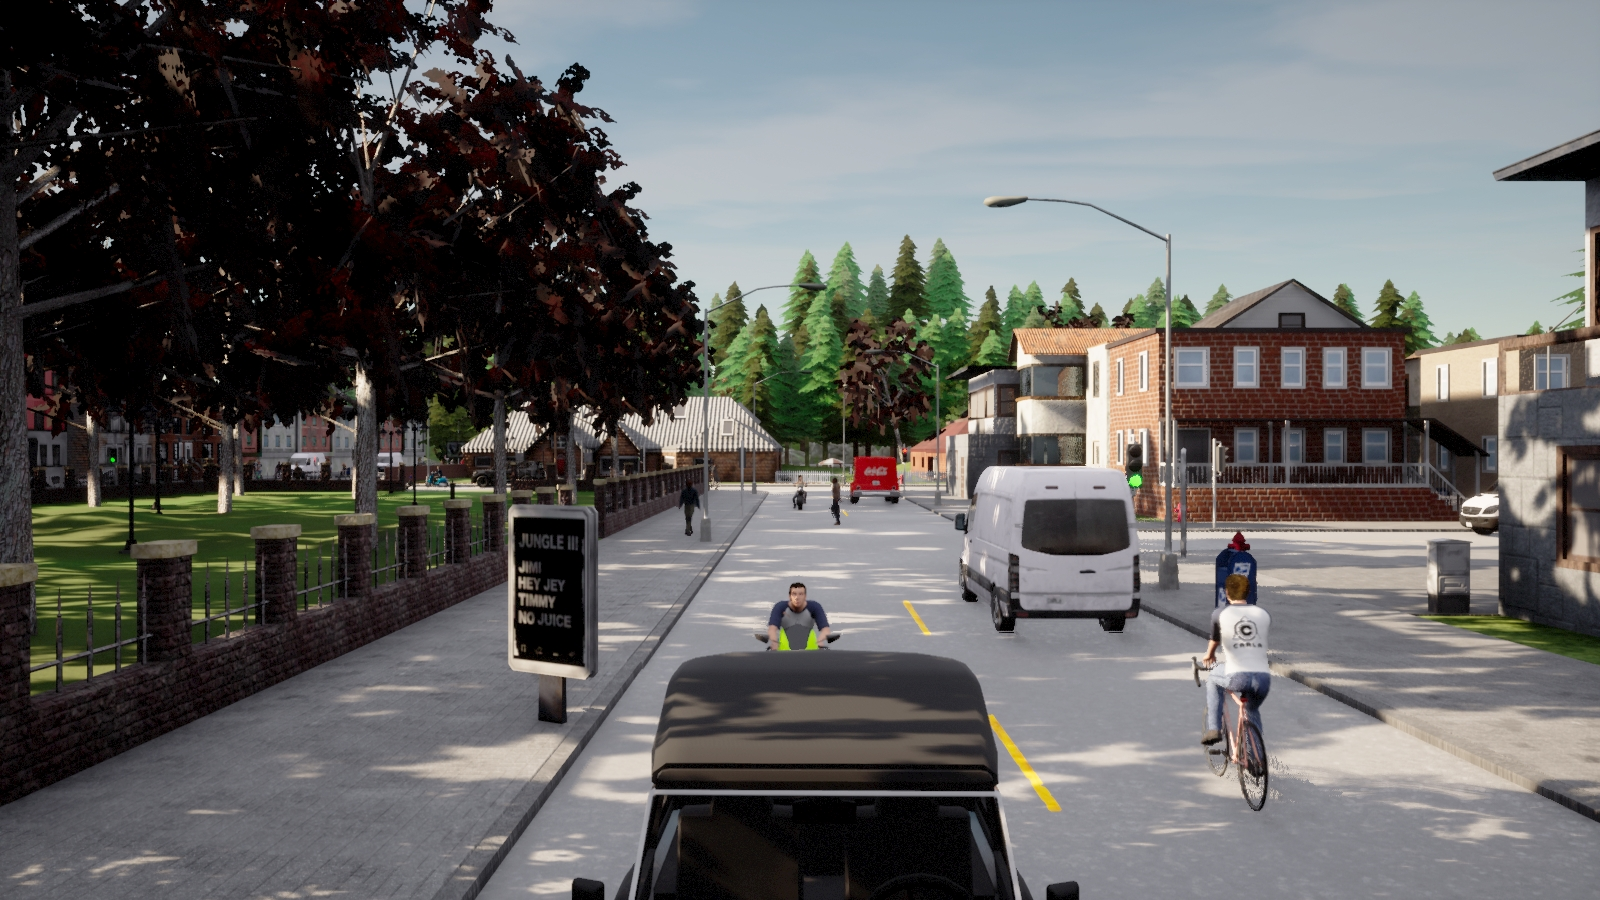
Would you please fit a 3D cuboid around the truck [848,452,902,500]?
[{"bbox_3d":[3.969,1.372,61.570,2.627,2.467,5.204,0,0,1],"label":"truck"}]

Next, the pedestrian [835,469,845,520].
[{"bbox_3d":[1.480,1.645,42.039,0.375,1.860,0.375,0,0,3],"label":"pedestrian"}]

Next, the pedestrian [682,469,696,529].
[{"bbox_3d":[-3.489,1.539,35.905,0.375,1.860,0.375,0,0,8],"label":"pedestrian"}]

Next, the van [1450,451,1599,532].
[{"bbox_3d":[24.712,1.329,37.232,5.915,2.561,1.988,0,0,0],"label":"van"}]

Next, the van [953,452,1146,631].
[{"bbox_3d":[3.994,1.323,19.454,1.988,2.561,5.915,0,0,0],"label":"van"}]

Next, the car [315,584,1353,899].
[{"bbox_3d":[0.090,1.640,4.030,1.905,1.878,3.866,0,0,1],"label":"car"}]
